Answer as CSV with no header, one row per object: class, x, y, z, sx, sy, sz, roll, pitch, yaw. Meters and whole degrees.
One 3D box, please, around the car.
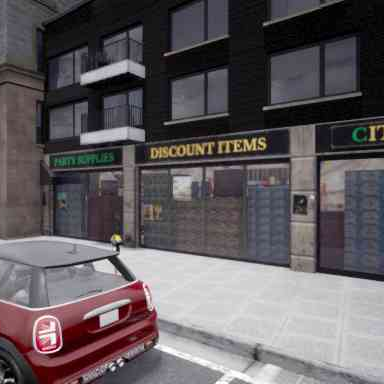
car,-2.509,1.440,4.872,4.097,1.590,1.967,0,0,36
